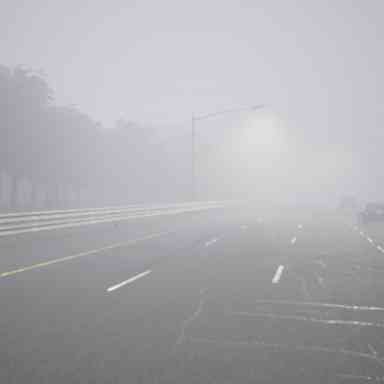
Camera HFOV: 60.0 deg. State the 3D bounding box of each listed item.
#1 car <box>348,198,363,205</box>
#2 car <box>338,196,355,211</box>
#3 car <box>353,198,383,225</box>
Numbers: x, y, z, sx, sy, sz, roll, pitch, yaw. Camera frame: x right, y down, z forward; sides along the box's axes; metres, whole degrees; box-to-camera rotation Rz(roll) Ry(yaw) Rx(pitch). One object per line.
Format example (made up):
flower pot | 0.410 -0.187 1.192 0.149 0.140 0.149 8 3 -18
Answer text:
car | 34.882 1.986 70.989 1.882 1.535 5.008 0 0 38
car | 22.017 1.552 47.196 2.150 2.045 5.566 0 0 21
car | 13.990 1.543 25.478 2.097 1.767 4.553 0 0 20
